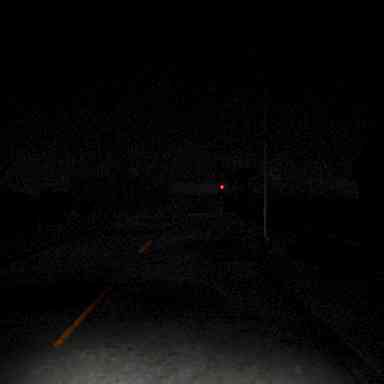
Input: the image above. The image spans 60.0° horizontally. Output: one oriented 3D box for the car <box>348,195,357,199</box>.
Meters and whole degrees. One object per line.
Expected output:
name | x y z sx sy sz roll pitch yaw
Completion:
car | 37.914 1.692 77.635 1.905 1.878 3.866 0 -1 0
